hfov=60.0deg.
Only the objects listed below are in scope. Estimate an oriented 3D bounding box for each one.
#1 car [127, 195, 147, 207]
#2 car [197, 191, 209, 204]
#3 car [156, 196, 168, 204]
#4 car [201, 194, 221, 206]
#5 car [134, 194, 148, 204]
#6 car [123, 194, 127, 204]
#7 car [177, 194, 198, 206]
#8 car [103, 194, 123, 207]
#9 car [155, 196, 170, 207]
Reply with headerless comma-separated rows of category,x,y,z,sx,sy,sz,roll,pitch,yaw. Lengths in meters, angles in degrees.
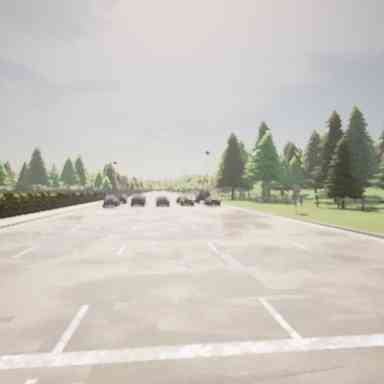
car,-7.717,1.242,47.718,1.882,1.535,5.008,0,0,-6
car,1.833,0.888,57.080,2.150,2.045,5.566,0,0,-6
car,-5.077,1.307,55.751,1.895,1.301,4.718,0,0,-6
car,2.873,1.318,47.373,1.895,1.301,4.718,0,0,-6
car,-8.703,1.208,56.981,2.128,1.511,4.902,0,0,-6
car,-12.017,1.091,55.815,2.097,1.767,4.553,0,0,-6
car,-0.746,1.329,48.350,1.895,1.301,4.718,0,0,-5
car,-11.052,1.316,45.860,1.812,1.442,4.674,0,0,-6
car,-4.117,1.278,46.894,1.812,1.442,4.674,0,0,-5
